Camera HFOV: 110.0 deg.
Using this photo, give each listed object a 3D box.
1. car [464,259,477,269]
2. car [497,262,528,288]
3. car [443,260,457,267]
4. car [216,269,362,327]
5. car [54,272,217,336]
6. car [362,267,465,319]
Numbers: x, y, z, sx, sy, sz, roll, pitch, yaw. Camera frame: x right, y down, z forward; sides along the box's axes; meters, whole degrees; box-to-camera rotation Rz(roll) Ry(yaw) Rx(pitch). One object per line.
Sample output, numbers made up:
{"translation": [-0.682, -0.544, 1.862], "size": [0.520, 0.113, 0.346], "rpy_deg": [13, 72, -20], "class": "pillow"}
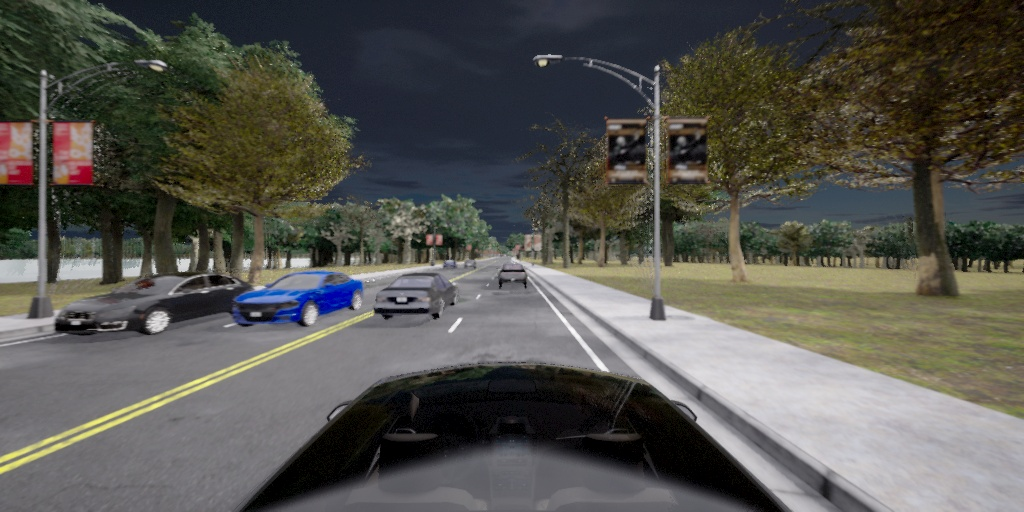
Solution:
{"translation": [-6.817, 1.295, 59.091], "size": [2.128, 1.511, 4.902], "rpy_deg": [0, 0, -1], "class": "car"}
{"translation": [0.050, 1.253, 24.179], "size": [2.128, 1.511, 4.902], "rpy_deg": [0, 0, 0], "class": "car"}
{"translation": [-10.067, 1.326, 58.689], "size": [1.812, 1.442, 4.674], "rpy_deg": [0, 0, 0], "class": "car"}
{"translation": [-6.611, 1.231, 11.739], "size": [1.882, 1.535, 5.008], "rpy_deg": [0, 0, 0], "class": "car"}
{"translation": [-9.859, 1.257, 10.530], "size": [1.837, 1.490, 4.892], "rpy_deg": [0, 0, 0], "class": "car"}
{"translation": [-3.163, 1.301, 12.794], "size": [2.033, 1.411, 5.357], "rpy_deg": [0, 0, 0], "class": "car"}
